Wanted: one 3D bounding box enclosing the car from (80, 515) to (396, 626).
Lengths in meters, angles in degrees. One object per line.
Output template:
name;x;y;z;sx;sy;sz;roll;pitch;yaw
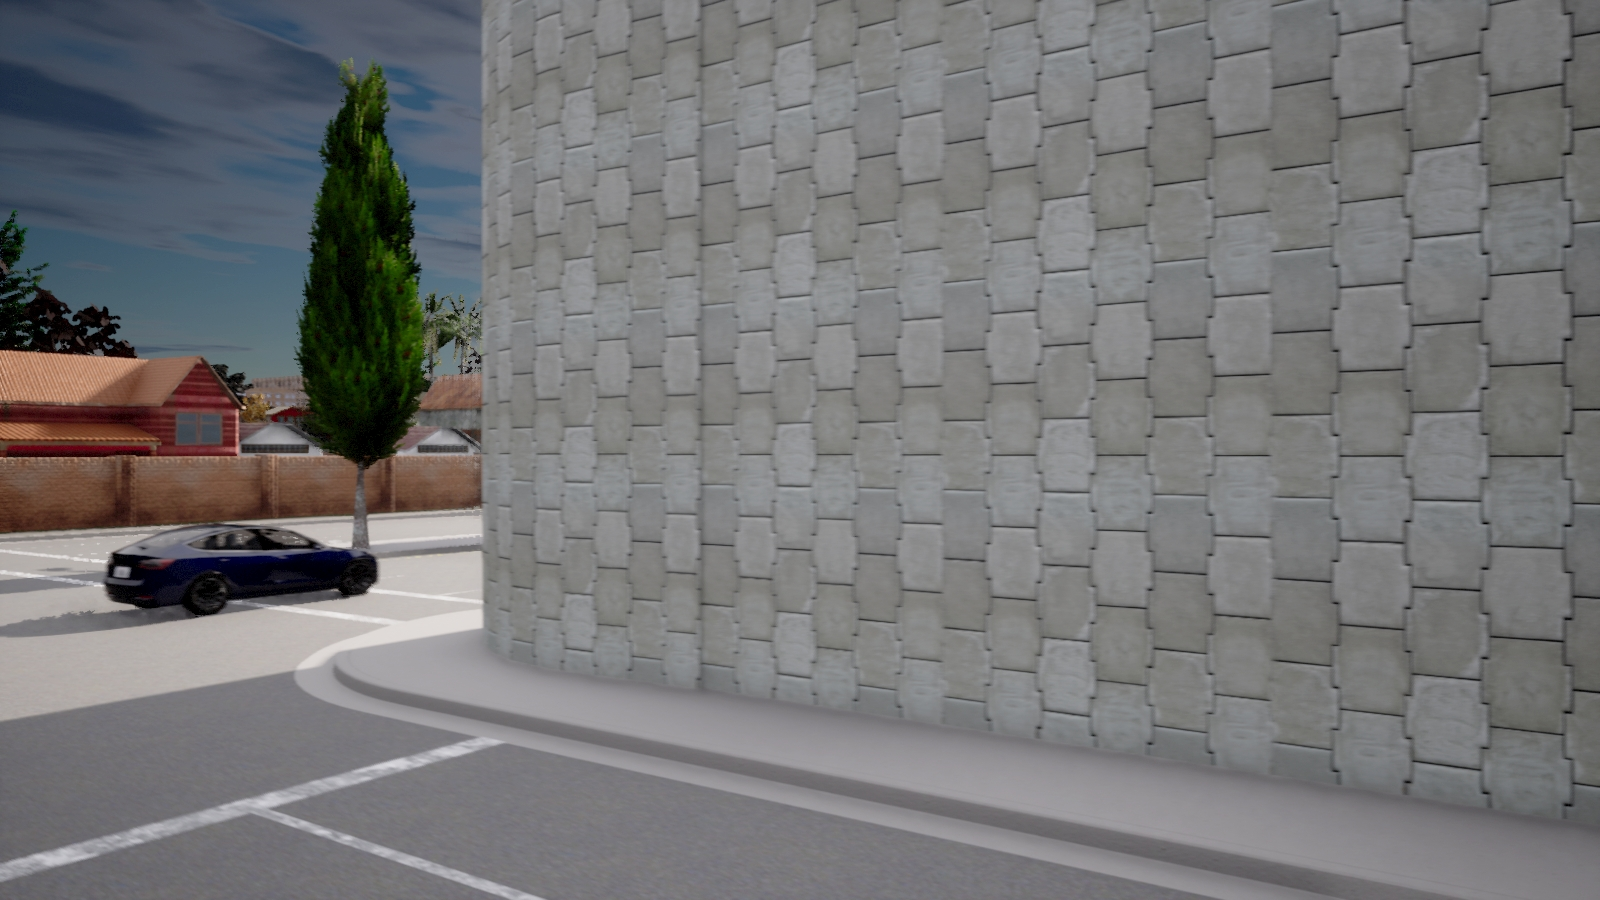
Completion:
car;-10.087;2.074;20.929;2.163;1.488;4.792;0;0;31
